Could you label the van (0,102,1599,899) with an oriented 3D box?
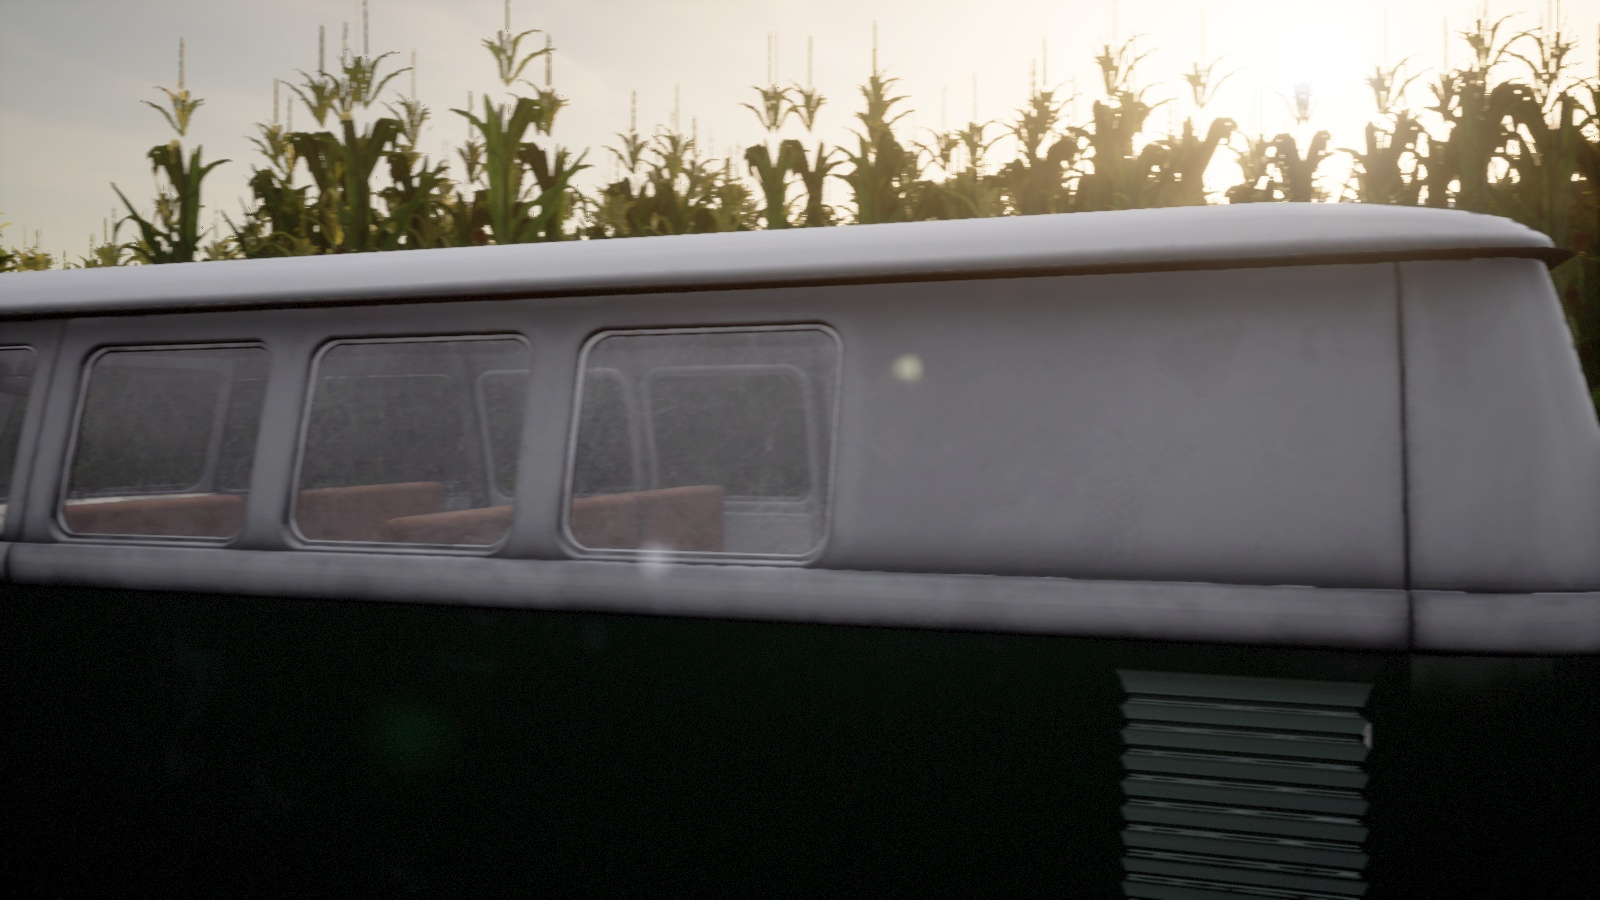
[{"bbox_3d":[-0.619,0.528,3.076,4.442,1.987,1.775,1,1,19],"label":"van"}]
